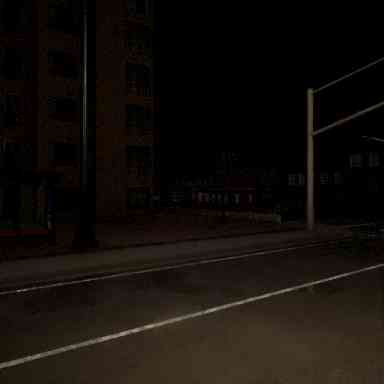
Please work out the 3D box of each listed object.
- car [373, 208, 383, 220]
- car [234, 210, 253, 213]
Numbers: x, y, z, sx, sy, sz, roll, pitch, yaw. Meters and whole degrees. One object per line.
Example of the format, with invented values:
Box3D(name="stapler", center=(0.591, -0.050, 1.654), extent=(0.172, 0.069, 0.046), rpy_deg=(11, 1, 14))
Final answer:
Box3D(name="car", center=(15.151, 1.507, 22.520), extent=(2.033, 1.411, 5.357), rpy_deg=(0, 0, -25))
Box3D(name="car", center=(5.641, 2.709, 36.351), extent=(2.097, 1.767, 4.553), rpy_deg=(0, -10, -36))
